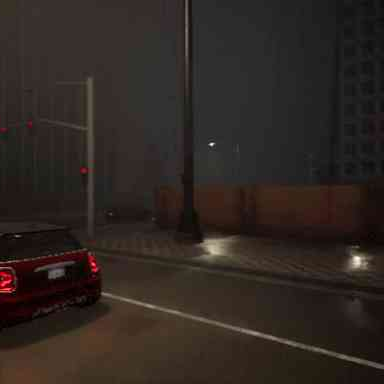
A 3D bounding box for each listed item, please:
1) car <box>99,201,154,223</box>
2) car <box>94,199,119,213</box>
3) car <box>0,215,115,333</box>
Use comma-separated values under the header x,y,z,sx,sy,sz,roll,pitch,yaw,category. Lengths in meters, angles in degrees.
x,y,z,sx,sy,sz,roll,pitch,yaw,category
-5.006,1.654,26.831,1.994,1.385,4.181,0,0,35,car
-9.755,1.631,38.720,2.128,1.511,4.902,0,0,35,car
-3.981,1.385,6.783,4.553,1.767,2.097,0,0,36,car
